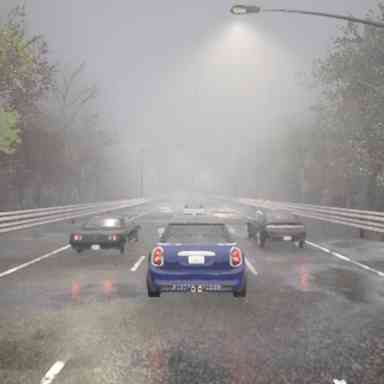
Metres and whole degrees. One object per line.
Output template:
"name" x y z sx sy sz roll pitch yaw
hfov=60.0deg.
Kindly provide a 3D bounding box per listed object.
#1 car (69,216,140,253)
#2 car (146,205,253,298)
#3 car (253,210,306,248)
"car" -3.369 1.648 13.877 1.895 1.301 4.718 0 0 0
"car" 0.119 1.382 8.760 2.097 1.767 4.553 0 0 1
"car" 3.635 1.543 15.082 2.128 1.511 4.902 0 0 0
